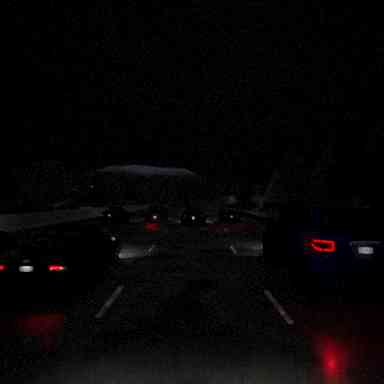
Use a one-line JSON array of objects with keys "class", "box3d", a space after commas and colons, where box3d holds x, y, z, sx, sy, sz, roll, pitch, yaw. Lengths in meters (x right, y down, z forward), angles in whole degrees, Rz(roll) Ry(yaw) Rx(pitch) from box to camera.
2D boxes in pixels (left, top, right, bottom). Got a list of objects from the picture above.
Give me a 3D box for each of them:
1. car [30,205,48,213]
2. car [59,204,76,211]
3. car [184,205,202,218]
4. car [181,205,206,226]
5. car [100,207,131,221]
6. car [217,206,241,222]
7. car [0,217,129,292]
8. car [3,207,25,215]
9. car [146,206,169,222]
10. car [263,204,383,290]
[{"class": "car", "box3d": [-21.031, 2.590, 47.192, 1.994, 1.385, 4.181, 0, -2, 0]}, {"class": "car", "box3d": [-17.542, 2.345, 46.098, 2.097, 1.767, 4.553, 0, -2, 1]}, {"class": "car", "box3d": [0.101, 2.370, 42.125, 2.128, 1.511, 4.902, 0, -2, 0]}, {"class": "car", "box3d": [0.102, 2.041, 27.802, 1.994, 1.385, 4.181, 0, -1, 0]}, {"class": "car", "box3d": [-6.899, 2.088, 30.236, 2.033, 1.411, 5.357, 0, -2, 0]}, {"class": "car", "box3d": [3.601, 2.130, 32.582, 1.812, 1.442, 4.674, 0, -2, 0]}, {"class": "car", "box3d": [-3.400, 1.666, 9.352, 2.033, 1.411, 5.357, 0, -1, 0]}, {"class": "car", "box3d": [-6.899, 1.470, 9.315, 2.097, 1.767, 4.553, 0, -1, 0]}, {"class": "car", "box3d": [-3.399, 2.119, 32.956, 1.837, 1.490, 4.892, 0, -1, 0]}, {"class": "car", "box3d": [3.601, 1.342, 9.576, 2.150, 2.045, 5.566, 0, -1, 0]}]
